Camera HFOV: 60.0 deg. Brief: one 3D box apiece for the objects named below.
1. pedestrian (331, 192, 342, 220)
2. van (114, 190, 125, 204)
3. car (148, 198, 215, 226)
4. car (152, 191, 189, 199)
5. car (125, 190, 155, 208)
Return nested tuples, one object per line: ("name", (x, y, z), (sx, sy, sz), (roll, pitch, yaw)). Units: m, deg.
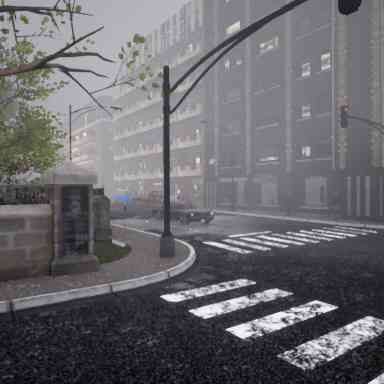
("pedestrian", (9.513, 0.902, 21.976), (0.375, 1.860, 0.375), (1, -1, -36))
("van", (-8.280, 0.655, 41.324), (1.690, 1.788, 3.998), (1, 1, -36))
("car", (-0.669, 1.317, 21.097), (1.895, 1.301, 4.718), (0, 1, -36))
("car", (-1.757, 0.950, 32.413), (1.967, 1.590, 4.097), (1, 1, -36))
("car", (-5.018, 0.727, 36.867), (2.192, 1.841, 5.009), (1, 1, -36))
